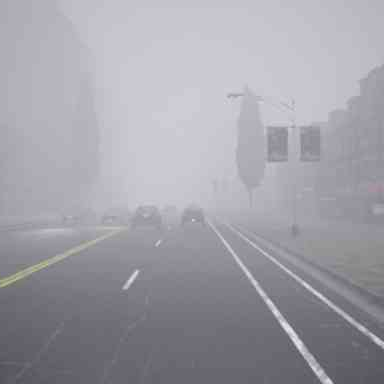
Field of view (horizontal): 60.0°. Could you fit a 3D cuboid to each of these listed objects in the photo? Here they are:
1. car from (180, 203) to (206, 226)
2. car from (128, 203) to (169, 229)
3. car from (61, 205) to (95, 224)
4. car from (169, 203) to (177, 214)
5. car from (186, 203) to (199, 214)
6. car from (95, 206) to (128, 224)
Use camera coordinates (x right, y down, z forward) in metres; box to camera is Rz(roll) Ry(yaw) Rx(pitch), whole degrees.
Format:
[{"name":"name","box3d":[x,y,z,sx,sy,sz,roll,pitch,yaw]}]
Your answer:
[{"name":"car","box3d":[0.092,1.936,27.456,1.837,1.490,4.892,0,-2,0]},{"name":"car","box3d":[-3.158,1.735,24.854,2.097,1.767,4.553,0,-1,0]},{"name":"car","box3d":[-9.760,1.903,29.081,2.128,1.511,4.902,0,-1,0]},{"name":"car","box3d":[-3.168,2.364,47.737,1.812,1.442,4.674,0,-1,0]},{"name":"car","box3d":[0.083,2.353,48.222,1.837,1.490,4.892,0,-2,0]},{"name":"car","box3d":[-6.510,1.922,29.081,2.033,1.411,5.357,0,-1,0]}]
